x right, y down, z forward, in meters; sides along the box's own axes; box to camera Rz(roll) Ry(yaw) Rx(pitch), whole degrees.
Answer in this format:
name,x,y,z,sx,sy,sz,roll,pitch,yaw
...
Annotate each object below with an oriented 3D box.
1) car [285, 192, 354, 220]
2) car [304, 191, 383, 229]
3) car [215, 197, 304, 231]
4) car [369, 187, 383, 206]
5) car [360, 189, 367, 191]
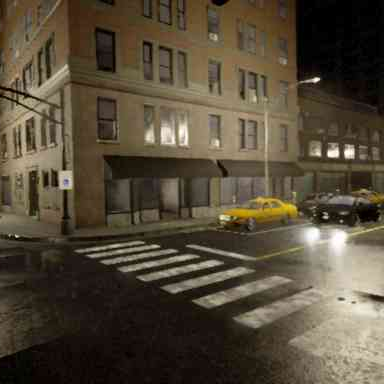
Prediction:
name,x,y,z,sx,sy,sz,roll,pitch,yaw
car,7.725,0.757,19.951,4.313,1.339,1.947,-3,2,-39
car,7.554,0.876,16.244,4.181,1.385,1.994,-3,2,-39
car,3.224,0.939,16.257,4.829,1.417,1.752,-3,2,-39
car,16.329,0.290,27.010,4.829,1.417,1.752,-3,2,-39
car,11.961,0.507,23.426,4.829,1.417,1.752,-3,2,-39
